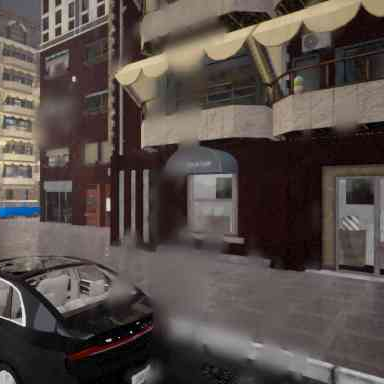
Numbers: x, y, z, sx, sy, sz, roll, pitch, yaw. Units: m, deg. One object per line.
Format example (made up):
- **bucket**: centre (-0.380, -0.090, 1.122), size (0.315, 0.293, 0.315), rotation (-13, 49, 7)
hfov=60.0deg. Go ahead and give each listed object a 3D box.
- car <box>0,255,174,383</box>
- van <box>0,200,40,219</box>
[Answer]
- **car**: centre (-2.263, 1.551, 4.483), size (4.403, 1.369, 2.008), rotation (0, 0, 35)
- **van**: centre (-16.559, 1.708, 32.133), size (1.690, 1.788, 3.998), rotation (-1, -2, 35)
